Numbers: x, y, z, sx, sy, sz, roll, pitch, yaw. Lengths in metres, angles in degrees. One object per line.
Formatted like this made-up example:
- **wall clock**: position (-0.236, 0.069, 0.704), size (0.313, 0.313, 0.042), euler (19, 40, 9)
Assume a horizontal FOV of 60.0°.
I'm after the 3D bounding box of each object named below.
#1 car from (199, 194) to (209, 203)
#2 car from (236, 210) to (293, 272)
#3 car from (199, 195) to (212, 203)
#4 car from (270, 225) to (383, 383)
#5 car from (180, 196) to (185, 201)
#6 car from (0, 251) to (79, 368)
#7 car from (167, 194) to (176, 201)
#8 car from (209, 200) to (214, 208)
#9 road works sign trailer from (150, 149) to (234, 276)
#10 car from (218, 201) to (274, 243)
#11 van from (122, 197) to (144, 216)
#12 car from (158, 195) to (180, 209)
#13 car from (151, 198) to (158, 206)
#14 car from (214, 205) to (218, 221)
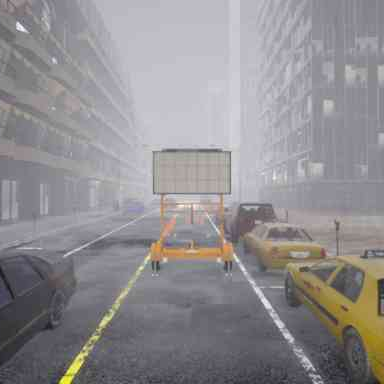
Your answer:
- **car**: position (2.699, 1.473, 76.726), size (2.192, 1.841, 5.009), euler (1, 0, 0)
- **car**: position (2.702, 1.532, 10.621), size (1.752, 1.417, 4.829), euler (1, 0, 0)
- **car**: position (2.697, 1.667, 60.155), size (1.947, 1.339, 4.313), euler (1, 0, 0)
- **car**: position (2.702, 1.528, 5.098), size (1.752, 1.417, 4.829), euler (1, 0, 0)
- **car**: position (-3.005, 1.694, 90.336), size (1.882, 1.535, 5.008), euler (0, 0, 0)
- **car**: position (-3.101, 1.550, 4.169), size (2.033, 1.411, 5.357), euler (0, 0, 0)
- **car**: position (-5.683, 1.545, 93.294), size (2.192, 1.841, 5.009), euler (1, 0, 0)
- **car**: position (2.700, 1.569, 27.019), size (1.887, 1.381, 4.507), euler (1, 0, 0)
- **road works sign trailer**: position (0.000, 0.471, 10.325), size (2.380, 3.560, 2.880), euler (0, 0, 0)
- **car**: position (2.705, 1.326, 15.973), size (2.192, 1.841, 5.009), euler (1, 0, 0)
- **van**: position (-5.677, 1.374, 32.542), size (1.690, 1.788, 3.998), euler (1, 0, 0)
- **car**: position (-3.100, 1.538, 45.816), size (1.882, 1.535, 5.008), euler (0, 0, 0)
- **car**: position (-5.683, 1.666, 54.633), size (1.802, 1.307, 4.206), euler (1, 0, 0)
- **car**: position (2.701, 1.583, 21.495), size (1.947, 1.339, 4.313), euler (1, 0, 0)
